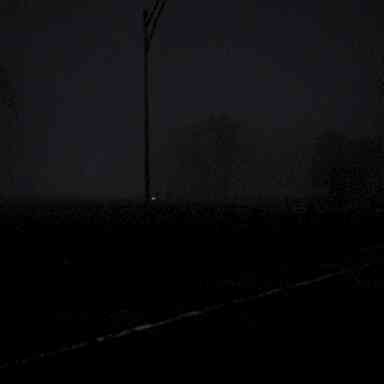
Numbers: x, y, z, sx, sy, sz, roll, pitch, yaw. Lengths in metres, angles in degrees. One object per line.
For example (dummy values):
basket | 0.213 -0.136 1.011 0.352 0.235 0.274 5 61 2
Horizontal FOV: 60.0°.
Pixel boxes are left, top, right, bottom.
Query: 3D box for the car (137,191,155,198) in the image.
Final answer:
car | -8.777 0.402 63.294 1.994 1.385 4.181 -2 2 -36
